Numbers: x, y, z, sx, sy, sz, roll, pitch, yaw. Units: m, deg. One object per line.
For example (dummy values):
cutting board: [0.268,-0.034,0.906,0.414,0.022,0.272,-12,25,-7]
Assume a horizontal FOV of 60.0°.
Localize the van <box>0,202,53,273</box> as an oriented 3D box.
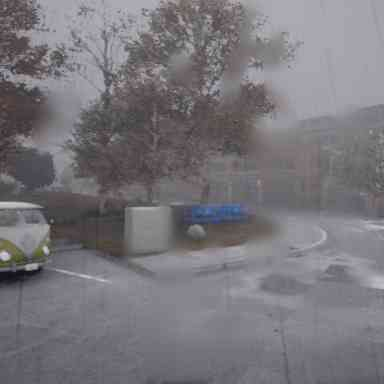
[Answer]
van: [-5.720,1.264,9.361,4.442,1.987,1.878,-1,-1,35]
